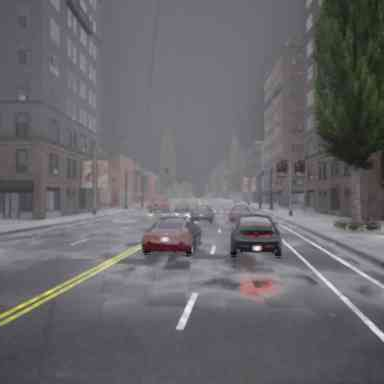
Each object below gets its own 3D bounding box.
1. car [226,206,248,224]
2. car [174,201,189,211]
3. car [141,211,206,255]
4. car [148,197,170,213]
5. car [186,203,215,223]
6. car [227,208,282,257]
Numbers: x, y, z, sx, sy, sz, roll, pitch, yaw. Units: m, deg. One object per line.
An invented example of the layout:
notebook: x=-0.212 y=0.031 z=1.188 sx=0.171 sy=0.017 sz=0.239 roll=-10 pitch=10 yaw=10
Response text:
car: x=4.158 y=1.860 z=28.620 sx=1.994 sy=1.385 sz=4.181 roll=0 pitch=-1 yaw=6
car: x=-1.147 y=1.959 z=43.188 sx=1.837 sy=1.490 sz=4.892 roll=0 pitch=-1 yaw=5
car: x=-0.720 y=1.704 z=14.004 sx=1.994 sy=1.385 sz=4.181 roll=0 pitch=-1 yaw=7
car: x=-4.306 y=1.689 z=44.355 sx=2.150 sy=2.045 sz=5.566 roll=0 pitch=-1 yaw=4
car: x=0.929 y=1.863 z=28.972 sx=1.994 sy=1.385 sz=4.181 roll=0 pitch=-1 yaw=6
car: x=2.504 y=1.644 z=13.598 sx=1.837 sy=1.490 sz=4.892 roll=0 pitch=0 yaw=7
